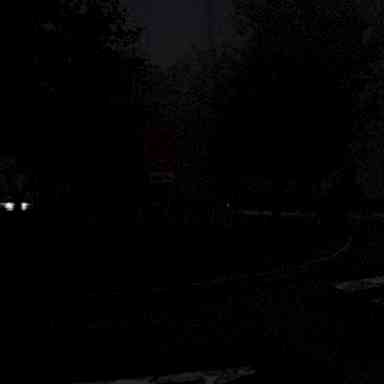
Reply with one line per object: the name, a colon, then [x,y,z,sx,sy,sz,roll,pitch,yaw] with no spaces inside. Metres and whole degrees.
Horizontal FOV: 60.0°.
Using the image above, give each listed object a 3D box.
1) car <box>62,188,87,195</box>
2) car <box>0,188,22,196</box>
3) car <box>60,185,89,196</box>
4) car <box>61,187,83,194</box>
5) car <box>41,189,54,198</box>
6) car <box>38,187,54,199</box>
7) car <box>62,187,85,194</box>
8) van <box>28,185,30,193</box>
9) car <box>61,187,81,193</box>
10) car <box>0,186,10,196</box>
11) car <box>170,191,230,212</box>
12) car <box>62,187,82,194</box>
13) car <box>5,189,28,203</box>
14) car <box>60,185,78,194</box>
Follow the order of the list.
car: [-25.208,-0.150,71.141,4.892,1.521,2.231,-1,2,-22]
car: [-36.865,0.034,66.403,5.008,1.535,2.097,-1,1,-22]
car: [-24.241,-0.346,68.615,5.566,2.045,2.435,-1,2,-22]
car: [-29.407,-0.391,81.624,5.008,1.535,2.097,-1,2,-22]
car: [-25.690,0.224,59.093,1.994,1.385,4.181,-1,1,-22]
car: [-22.605,0.339,51.432,1.812,1.442,4.674,-1,1,-21]
car: [-27.313,-0.268,76.380,4.892,1.521,2.231,-1,1,-22]
van: [-41.988,-0.494,79.562,4.442,1.987,1.878,-1,2,-22]
car: [-32.592,-0.576,89.605,5.008,1.535,2.097,-1,2,-22]
car: [-34.794,-0.102,61.140,5.566,2.045,2.435,-1,1,-22]
car: [0.586,0.675,25.565,4.902,1.511,2.128,1,2,34]
car: [-30.422,-0.422,84.259,4.792,1.488,2.163,-1,2,-22]
car: [-22.182,0.611,42.213,1.895,1.301,4.718,-1,1,-26]
car: [-22.131,-0.112,63.238,4.553,1.767,2.185,-1,2,-22]
